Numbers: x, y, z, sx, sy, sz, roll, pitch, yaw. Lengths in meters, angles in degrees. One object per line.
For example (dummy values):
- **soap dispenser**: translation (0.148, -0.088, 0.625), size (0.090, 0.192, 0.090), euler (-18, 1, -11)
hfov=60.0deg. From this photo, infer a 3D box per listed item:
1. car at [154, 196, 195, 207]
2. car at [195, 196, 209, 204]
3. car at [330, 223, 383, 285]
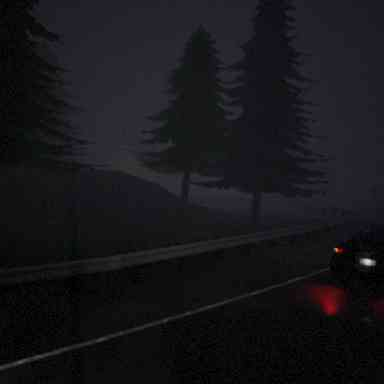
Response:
- **car**: translation (-2.599, 1.272, 47.876), size (4.902, 1.511, 2.128), euler (0, 0, 35)
- **car**: translation (0.470, 1.329, 54.267), size (4.718, 1.301, 1.895), euler (0, 0, 35)
- **car**: translation (5.339, 1.492, 8.632), size (4.181, 1.385, 1.994), euler (-1, 0, -42)
